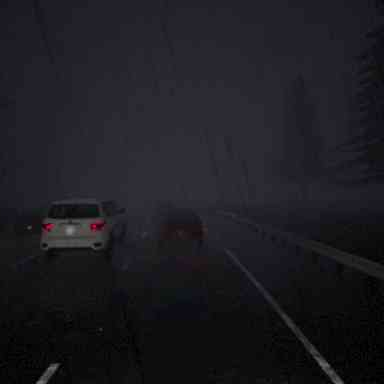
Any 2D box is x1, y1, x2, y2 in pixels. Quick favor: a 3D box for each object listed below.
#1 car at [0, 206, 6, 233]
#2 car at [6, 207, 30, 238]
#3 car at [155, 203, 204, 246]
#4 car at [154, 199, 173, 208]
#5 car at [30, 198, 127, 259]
[{"bbox_3d":[-11.506,1.576,19.868,1.812,1.442,4.674,0,0,-6],"label":"car"},{"bbox_3d":[-7.815,1.514,18.051,1.882,1.535,5.008,0,0,-5],"label":"car"},{"bbox_3d":[-0.575,1.487,15.340,1.882,1.535,5.008,0,0,-4],"label":"car"},{"bbox_3d":[-2.756,1.502,33.752,1.882,1.535,5.008,0,0,-9],"label":"car"},{"bbox_3d":[-3.901,1.241,12.851,2.150,2.045,5.566,0,0,-4],"label":"car"}]
